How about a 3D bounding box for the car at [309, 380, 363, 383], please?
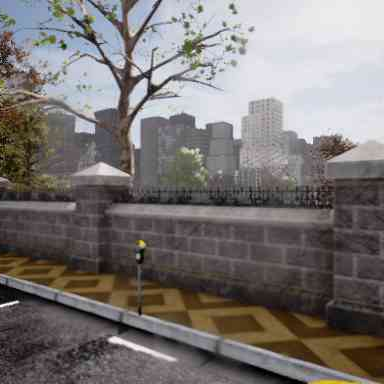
[{"bbox_3d":[2.402,1.522,1.006,4.829,1.417,1.752,0,0,36],"label":"car"}]
